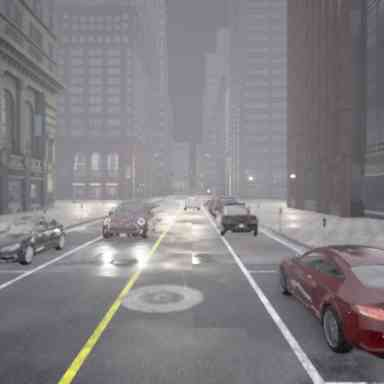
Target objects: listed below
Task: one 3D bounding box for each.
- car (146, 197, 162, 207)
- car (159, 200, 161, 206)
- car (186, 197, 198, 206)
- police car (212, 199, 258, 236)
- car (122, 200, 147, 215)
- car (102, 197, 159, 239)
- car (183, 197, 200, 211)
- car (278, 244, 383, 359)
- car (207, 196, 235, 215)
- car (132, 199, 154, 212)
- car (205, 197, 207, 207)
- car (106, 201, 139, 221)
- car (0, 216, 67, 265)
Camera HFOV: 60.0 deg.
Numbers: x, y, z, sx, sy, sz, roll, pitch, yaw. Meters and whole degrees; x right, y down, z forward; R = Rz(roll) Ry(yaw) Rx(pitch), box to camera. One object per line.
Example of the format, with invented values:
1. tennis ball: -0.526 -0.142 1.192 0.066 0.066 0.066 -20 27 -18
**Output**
1. car: -5.774 1.526 50.932 2.008 1.369 4.403 0 0 0
2. car: -5.773 1.542 45.295 1.947 1.339 4.313 0 0 0
3. car: -0.008 1.501 53.372 1.812 1.442 4.674 0 0 0
4. police car: 2.363 1.408 18.481 1.930 1.638 5.238 0 0 0
5. car: -5.771 1.559 34.022 1.802 1.307 4.206 0 0 0
6. car: -3.103 1.337 17.133 2.097 1.767 4.553 0 0 0
7. car: 0.030 1.501 41.039 1.812 1.442 4.674 0 0 1
8. car: 2.759 1.576 5.846 1.802 1.307 4.206 0 0 0
9. car: 2.753 1.293 28.390 2.192 1.841 5.009 0 0 0
10. car: -5.772 1.542 39.659 1.947 1.339 4.313 0 0 0
11. car: 2.753 1.291 34.026 2.192 1.841 5.009 0 0 0
12. car: -5.770 1.504 28.215 1.752 1.417 4.829 0 0 0
13. car: -5.767 1.540 11.475 2.008 1.369 4.403 0 0 0
